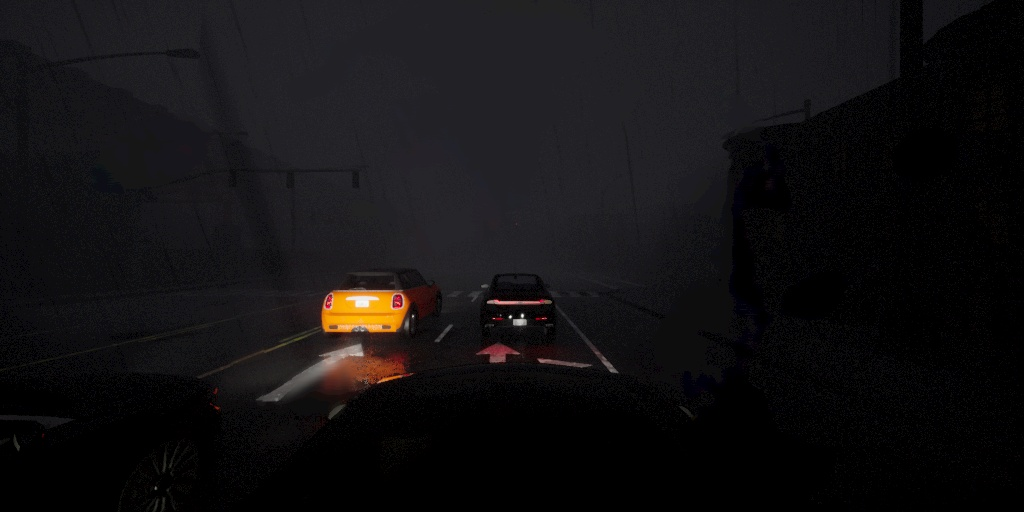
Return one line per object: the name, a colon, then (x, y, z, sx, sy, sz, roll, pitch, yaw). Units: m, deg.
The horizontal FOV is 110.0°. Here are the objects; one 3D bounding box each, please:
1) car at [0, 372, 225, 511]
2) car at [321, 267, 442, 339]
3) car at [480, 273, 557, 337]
car: (-3.400, 1.242, 1.101, 2.128, 1.511, 4.902, 0, 0, 0)
car: (-3.394, 1.102, 10.250, 2.097, 1.767, 4.553, 0, 0, 0)
car: (0.115, 1.242, 10.292, 2.128, 1.511, 4.902, 0, 0, -1)
